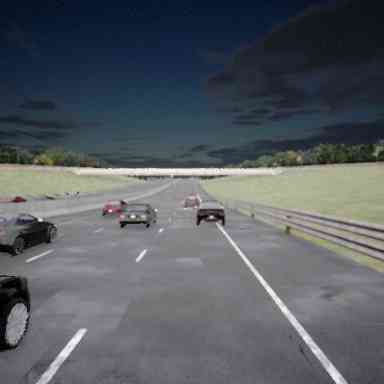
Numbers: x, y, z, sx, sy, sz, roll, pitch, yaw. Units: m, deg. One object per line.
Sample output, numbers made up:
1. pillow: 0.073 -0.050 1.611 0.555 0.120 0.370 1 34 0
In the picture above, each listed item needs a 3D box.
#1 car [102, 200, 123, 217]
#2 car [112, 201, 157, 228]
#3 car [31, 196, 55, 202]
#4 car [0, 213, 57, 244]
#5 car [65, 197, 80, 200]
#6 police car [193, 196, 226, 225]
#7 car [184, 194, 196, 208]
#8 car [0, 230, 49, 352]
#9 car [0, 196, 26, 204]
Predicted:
1. car: -6.905 1.440 30.534 1.812 1.442 4.674 0 0 0
2. car: -3.402 1.475 21.681 2.033 1.411 5.357 0 0 0
3. car: -21.077 1.339 47.175 1.837 1.490 4.892 0 0 0
4. car: -6.901 1.514 12.886 1.994 1.385 4.181 0 0 0
5. car: -17.582 1.376 48.994 1.994 1.385 4.181 0 1 0
6. police car: 1.222 1.350 23.243 1.930 1.638 5.238 0 0 0
7. car: 0.002 1.349 44.382 2.128 1.511 4.902 0 0 1
8. car: -3.401 1.464 3.108 1.882 1.535 5.008 0 0 0
9. car: -24.585 1.326 45.480 1.882 1.535 5.008 0 1 0
